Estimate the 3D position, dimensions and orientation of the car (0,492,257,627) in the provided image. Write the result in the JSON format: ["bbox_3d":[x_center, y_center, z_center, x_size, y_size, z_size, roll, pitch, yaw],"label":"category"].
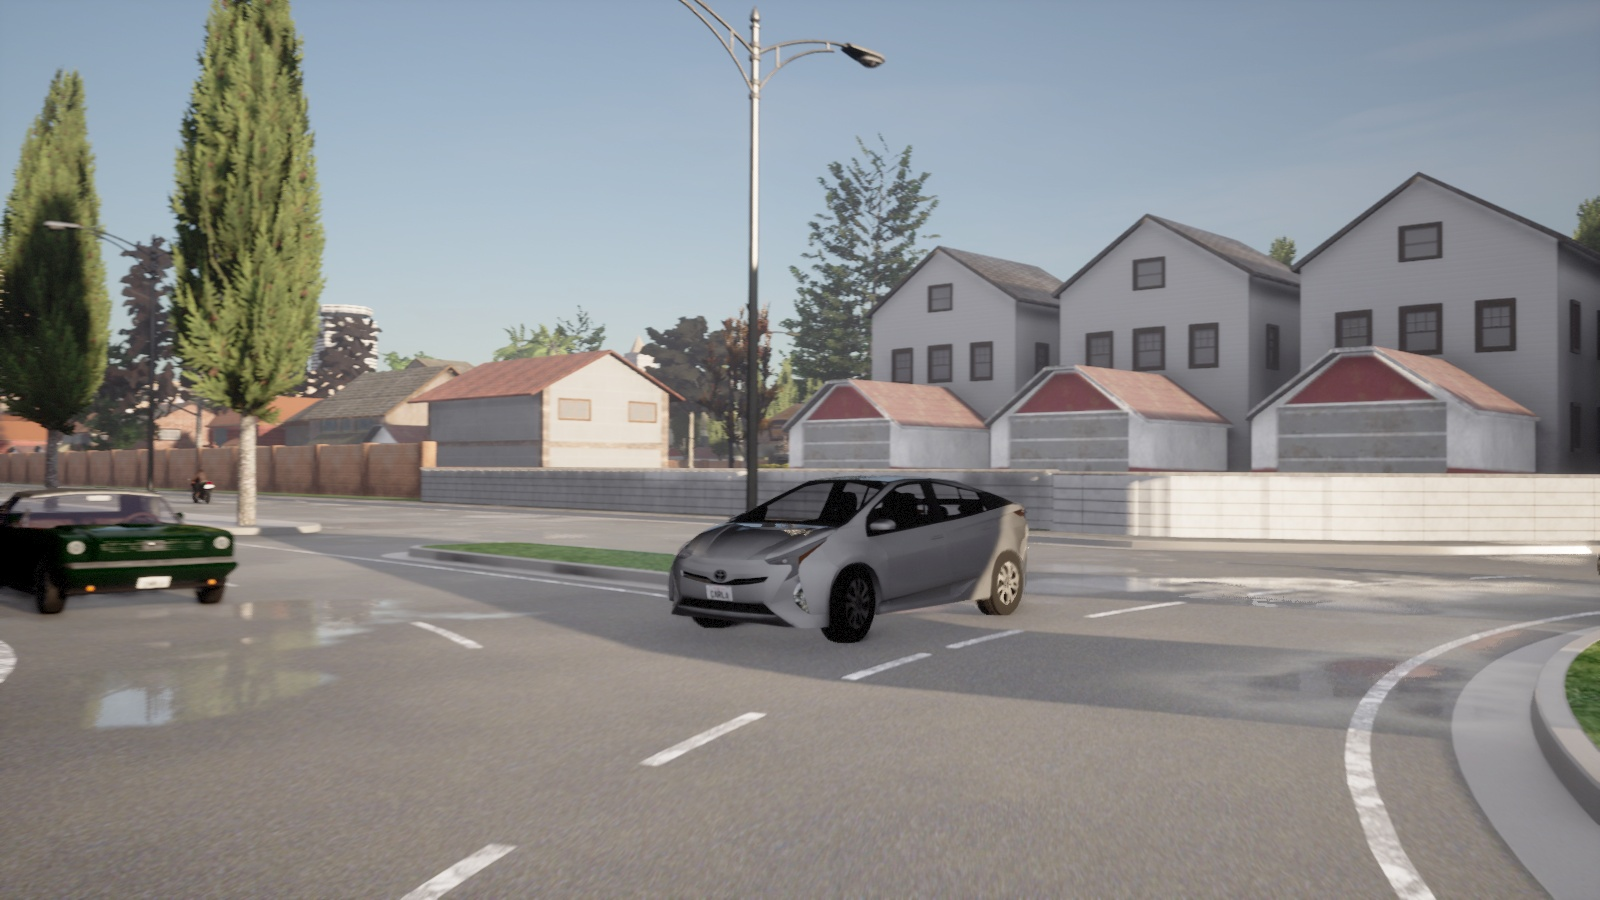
[{"bbox_3d":[-8.408,1.188,15.132,1.895,1.301,4.718,1,-1,-44],"label":"car"}]

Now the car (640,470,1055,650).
[{"bbox_3d":[0.680,0.979,13.081,2.007,1.525,4.514,-1,-1,39],"label":"car"}]

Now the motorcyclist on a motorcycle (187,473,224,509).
[{"bbox_3d":[-25.575,1.761,54.006,0.797,1.523,2.044,1,-1,-45],"label":"motorcyclist on a motorcycle"}]
